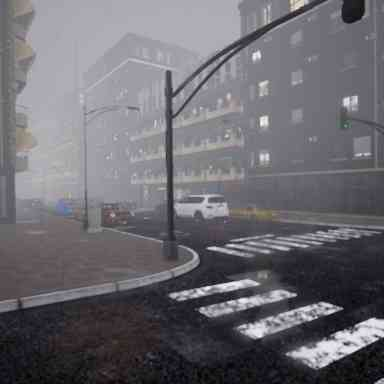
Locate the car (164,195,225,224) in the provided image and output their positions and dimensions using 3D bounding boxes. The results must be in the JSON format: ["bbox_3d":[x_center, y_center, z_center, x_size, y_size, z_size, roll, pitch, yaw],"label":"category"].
[{"bbox_3d":[0.434,1.223,25.491,2.150,2.045,5.566,-1,1,-36],"label":"car"}]

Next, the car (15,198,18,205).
[{"bbox_3d":[-31.447,1.772,60.057,1.887,1.381,4.507,-1,1,-36],"label":"car"}]

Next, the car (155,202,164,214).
[{"bbox_3d":[-2.098,1.422,33.418,1.967,1.590,4.097,-1,1,-36],"label":"car"}]

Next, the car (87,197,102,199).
[{"bbox_3d":[-14.975,1.482,51.424,1.967,1.590,4.097,-1,1,-36],"label":"car"}]

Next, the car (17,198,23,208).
[{"bbox_3d":[-25.008,1.759,51.054,1.947,1.339,4.313,-1,1,-36],"label":"car"}]

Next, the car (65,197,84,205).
[{"bbox_3d":[-21.412,1.625,60.429,2.008,1.369,4.403,-1,1,-36],"label":"car"}]

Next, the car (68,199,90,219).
[{"bbox_3d":[-8.814,1.642,28.407,1.752,1.417,4.829,-1,1,-36],"label":"car"}]

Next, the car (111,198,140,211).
[{"bbox_3d":[-8.535,1.562,42.422,2.008,1.369,4.403,-1,1,-36],"label":"car"}]

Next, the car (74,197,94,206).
[{"bbox_3d":[-18.192,1.624,55.927,1.947,1.339,4.313,-1,1,-36],"label":"car"}]

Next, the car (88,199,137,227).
[{"bbox_3d":[-5.695,1.542,24.044,1.967,1.590,4.097,-1,1,-36],"label":"car"}]

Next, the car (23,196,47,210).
[{"bbox_3d":[-21.791,1.617,46.551,1.967,1.590,4.097,-1,1,-36],"label":"car"}]

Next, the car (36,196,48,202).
[{"bbox_3d":[-37.507,1.708,82.938,1.887,1.381,4.507,-1,1,-36],"label":"car"}]

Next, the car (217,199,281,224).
[{"bbox_3d":[4.243,1.479,24.554,1.752,1.417,4.829,-1,1,-36],"label":"car"}]

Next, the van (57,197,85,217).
[{"bbox_3d":[-12.135,1.472,33.045,1.690,1.788,3.998,-1,1,-36],"label":"van"}]
